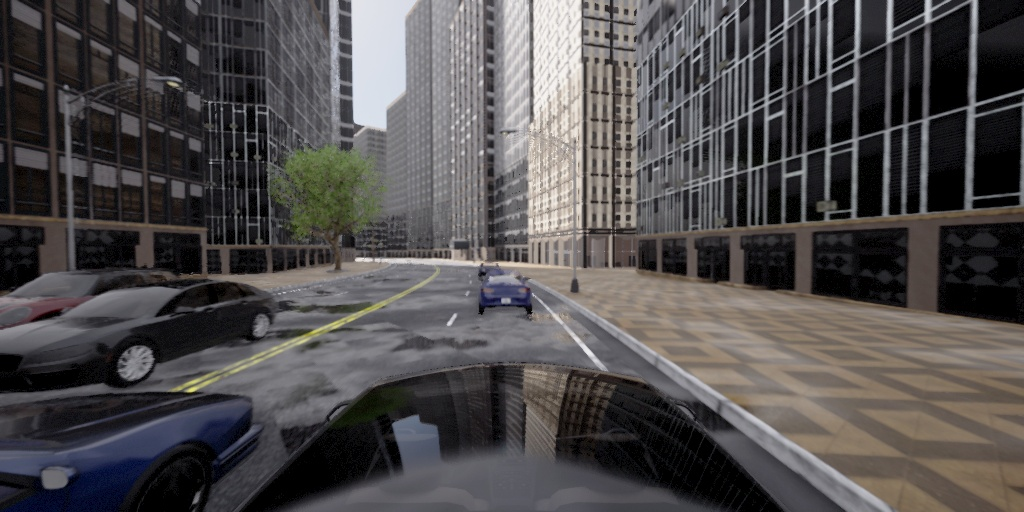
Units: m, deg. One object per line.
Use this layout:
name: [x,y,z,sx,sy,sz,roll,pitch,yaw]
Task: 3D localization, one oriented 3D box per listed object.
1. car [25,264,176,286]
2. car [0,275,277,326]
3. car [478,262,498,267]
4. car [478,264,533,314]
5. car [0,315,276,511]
car: [-10.035,1.103,8.445,2.097,1.767,4.553,0,0,-2]
car: [-6.735,1.251,6.973,1.837,1.490,4.892,0,0,-2]
car: [-2.075,1.188,32.227,1.895,1.301,4.718,0,0,-8]
car: [-0.296,1.212,13.400,1.812,1.442,4.674,0,0,-3]
car: [-3.172,1.313,0.756,2.033,1.411,5.357,0,0,0]
